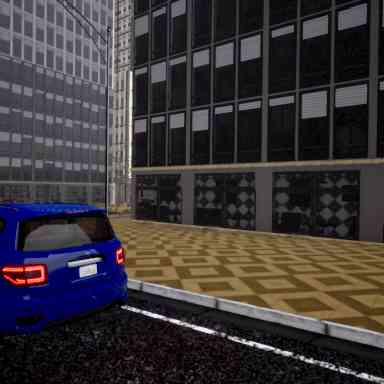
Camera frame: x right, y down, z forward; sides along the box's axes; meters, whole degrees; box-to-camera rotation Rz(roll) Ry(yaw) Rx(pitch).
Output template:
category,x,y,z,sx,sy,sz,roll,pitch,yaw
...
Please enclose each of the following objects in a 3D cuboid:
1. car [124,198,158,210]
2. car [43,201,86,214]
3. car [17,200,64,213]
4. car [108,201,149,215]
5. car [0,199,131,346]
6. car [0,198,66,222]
category,x,y,z,sx,sy,sz,roll,pitch,yaw
car,-7.331,1.757,48.437,1.882,1.535,5.008,1,0,37
car,-14.667,1.737,38.527,1.994,1.385,4.181,1,0,36
car,-17.620,1.643,38.896,1.752,1.417,4.829,1,0,36
car,-7.324,1.830,38.731,1.752,1.417,4.829,1,0,36
car,-3.683,1.218,6.311,5.566,2.045,2.150,0,0,35
car,-14.124,1.519,29.521,2.192,1.841,5.009,1,0,36
